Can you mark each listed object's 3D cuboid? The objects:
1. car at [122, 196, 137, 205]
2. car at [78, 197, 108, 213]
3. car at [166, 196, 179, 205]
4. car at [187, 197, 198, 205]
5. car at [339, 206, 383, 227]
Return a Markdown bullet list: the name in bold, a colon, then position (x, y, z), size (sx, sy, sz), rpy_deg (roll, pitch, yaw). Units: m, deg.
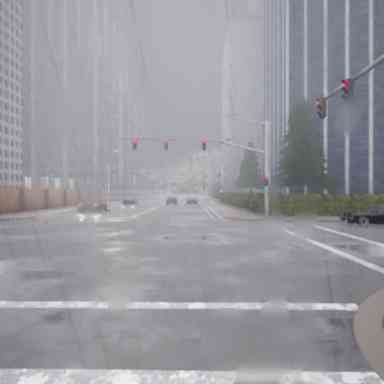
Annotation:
- **car**: position (-10.508, 1.419, 56.368), size (1.882, 1.535, 5.008), rpy_deg (0, 0, 0)
- **car**: position (-10.585, 1.316, 35.732), size (2.097, 1.767, 4.553), rpy_deg (0, 0, 0)
- **car**: position (-3.482, 1.445, 58.562), size (1.837, 1.490, 4.892), rpy_deg (0, 0, 0)
- **car**: position (0.018, 1.540, 58.591), size (1.895, 1.301, 4.718), rpy_deg (0, 0, 0)
- **car**: position (12.136, 1.523, 21.390), size (4.718, 1.301, 1.895), rpy_deg (0, 0, 0)
